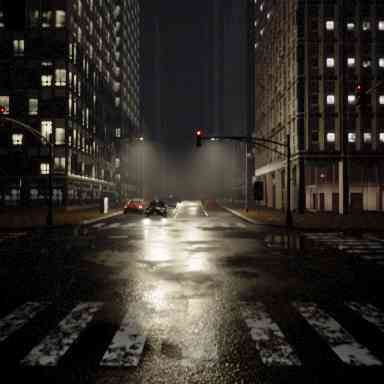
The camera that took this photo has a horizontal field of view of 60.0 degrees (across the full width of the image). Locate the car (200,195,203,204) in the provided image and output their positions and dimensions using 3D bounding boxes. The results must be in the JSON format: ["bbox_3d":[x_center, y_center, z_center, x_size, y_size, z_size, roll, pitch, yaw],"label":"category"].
[{"bbox_3d":[2.673,1.531,56.321,1.752,1.417,4.829,1,0,0],"label":"car"}]

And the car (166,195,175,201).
[{"bbox_3d":[-5.728,1.562,89.530,2.008,1.369,4.403,1,0,0],"label":"car"}]

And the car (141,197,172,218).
[{"bbox_3d":[-3.116,1.503,30.354,1.837,1.490,4.892,0,1,0],"label":"car"}]

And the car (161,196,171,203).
[{"bbox_3d":[-5.718,1.553,72.804,1.887,1.381,4.507,1,0,0],"label":"car"}]

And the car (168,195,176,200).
[{"bbox_3d":[-5.732,1.578,95.105,1.947,1.339,4.313,1,0,0],"label":"car"}]

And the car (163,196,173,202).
[{"bbox_3d":[-5.721,1.560,78.380,2.008,1.369,4.403,1,0,0],"label":"car"}]

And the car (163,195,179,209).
[{"bbox_3d":[-3.122,1.482,45.289,1.882,1.535,5.008,0,0,0],"label":"car"}]

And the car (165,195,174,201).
[{"bbox_3d":[-5.725,1.554,83.955,1.887,1.381,4.507,1,0,0],"label":"car"}]

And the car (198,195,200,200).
[{"bbox_3d":[2.668,1.572,61.728,1.947,1.339,4.313,1,0,0],"label":"car"}]

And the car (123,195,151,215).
[{"bbox_3d":[-5.693,1.443,33.778,1.967,1.590,4.097,1,0,0],"label":"car"}]

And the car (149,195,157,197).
[{"bbox_3d":[-5.697,1.320,44.929,2.192,1.841,5.009,1,0,0],"label":"car"}]

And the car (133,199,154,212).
[{"bbox_3d":[-5.699,1.586,39.354,1.802,1.307,4.206,1,0,0],"label":"car"}]

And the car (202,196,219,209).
[{"bbox_3d":[2.677,1.586,44.995,1.802,1.307,4.206,1,0,0],"label":"car"}]

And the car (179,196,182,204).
[{"bbox_3d":[-3.037,1.505,64.854,1.882,1.535,5.008,0,0,0],"label":"car"}]
